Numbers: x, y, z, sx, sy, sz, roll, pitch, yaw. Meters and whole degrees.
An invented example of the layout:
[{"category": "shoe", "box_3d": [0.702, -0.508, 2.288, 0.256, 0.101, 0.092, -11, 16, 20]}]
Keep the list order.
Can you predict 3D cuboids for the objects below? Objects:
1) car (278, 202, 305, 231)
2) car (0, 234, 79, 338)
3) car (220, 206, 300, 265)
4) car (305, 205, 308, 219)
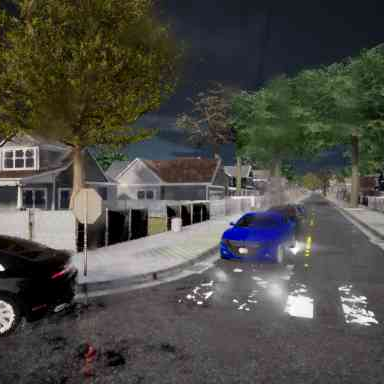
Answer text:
[{"category": "car", "box_3d": [4.930, 1.506, 17.995, 1.837, 1.490, 4.892, 0, 0, 20]}, {"category": "car", "box_3d": [-4.518, 1.514, 5.671, 4.892, 1.490, 1.837, 0, 1, -11]}, {"category": "car", "box_3d": [2.554, 1.477, 12.115, 1.882, 1.535, 5.008, 0, 0, 24]}, {"category": "car", "box_3d": [9.206, 1.605, 29.427, 1.895, 1.301, 4.718, 0, 0, 21]}]
